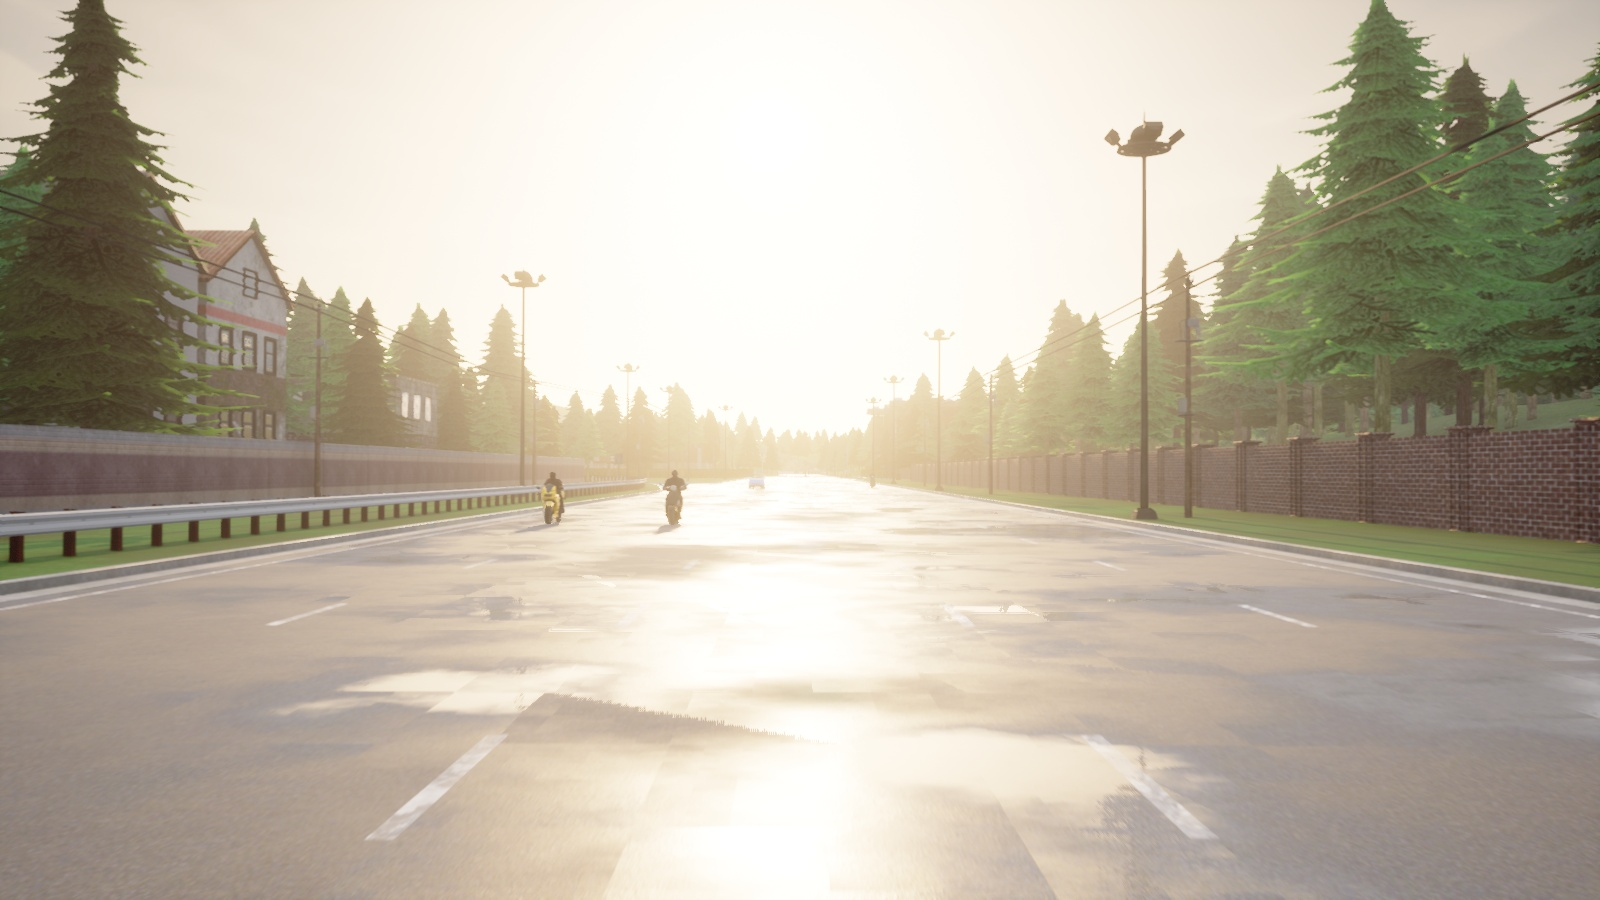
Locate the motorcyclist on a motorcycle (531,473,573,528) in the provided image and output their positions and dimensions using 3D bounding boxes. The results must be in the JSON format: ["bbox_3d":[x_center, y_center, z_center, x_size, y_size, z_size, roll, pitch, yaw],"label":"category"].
[{"bbox_3d":[-7.087,1.427,35.979,0.797,1.523,2.044,0,-1,0],"label":"motorcyclist on a motorcycle"}]

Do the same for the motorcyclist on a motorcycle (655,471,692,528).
[{"bbox_3d":[-3.586,1.382,35.819,0.866,1.590,1.817,0,-1,0],"label":"motorcyclist on a motorcycle"}]
